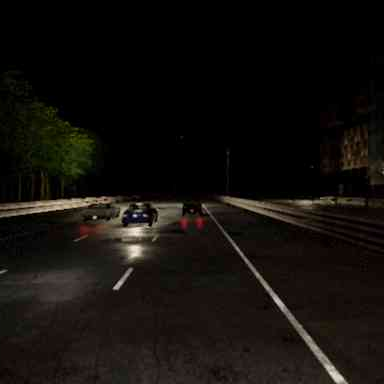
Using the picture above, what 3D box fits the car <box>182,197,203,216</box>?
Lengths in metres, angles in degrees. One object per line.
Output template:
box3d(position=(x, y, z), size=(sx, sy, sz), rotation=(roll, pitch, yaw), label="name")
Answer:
box3d(position=(0.038, 1.416, 31.126), size=(1.812, 1.442, 4.674), rotation=(0, 0, 1), label="car")

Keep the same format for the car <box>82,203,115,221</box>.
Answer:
box3d(position=(-6.896, 1.508, 25.793), size=(1.895, 1.301, 4.718), rotation=(0, 0, 0), label="car")

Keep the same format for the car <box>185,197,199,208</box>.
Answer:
box3d(position=(0.060, 1.379, 44.912), size=(1.812, 1.442, 4.674), rotation=(0, 0, 0), label="car")

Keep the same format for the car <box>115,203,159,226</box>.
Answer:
box3d(position=(-3.394, 1.466, 22.360), size=(2.033, 1.411, 5.357), rotation=(0, 0, 0), label="car")
